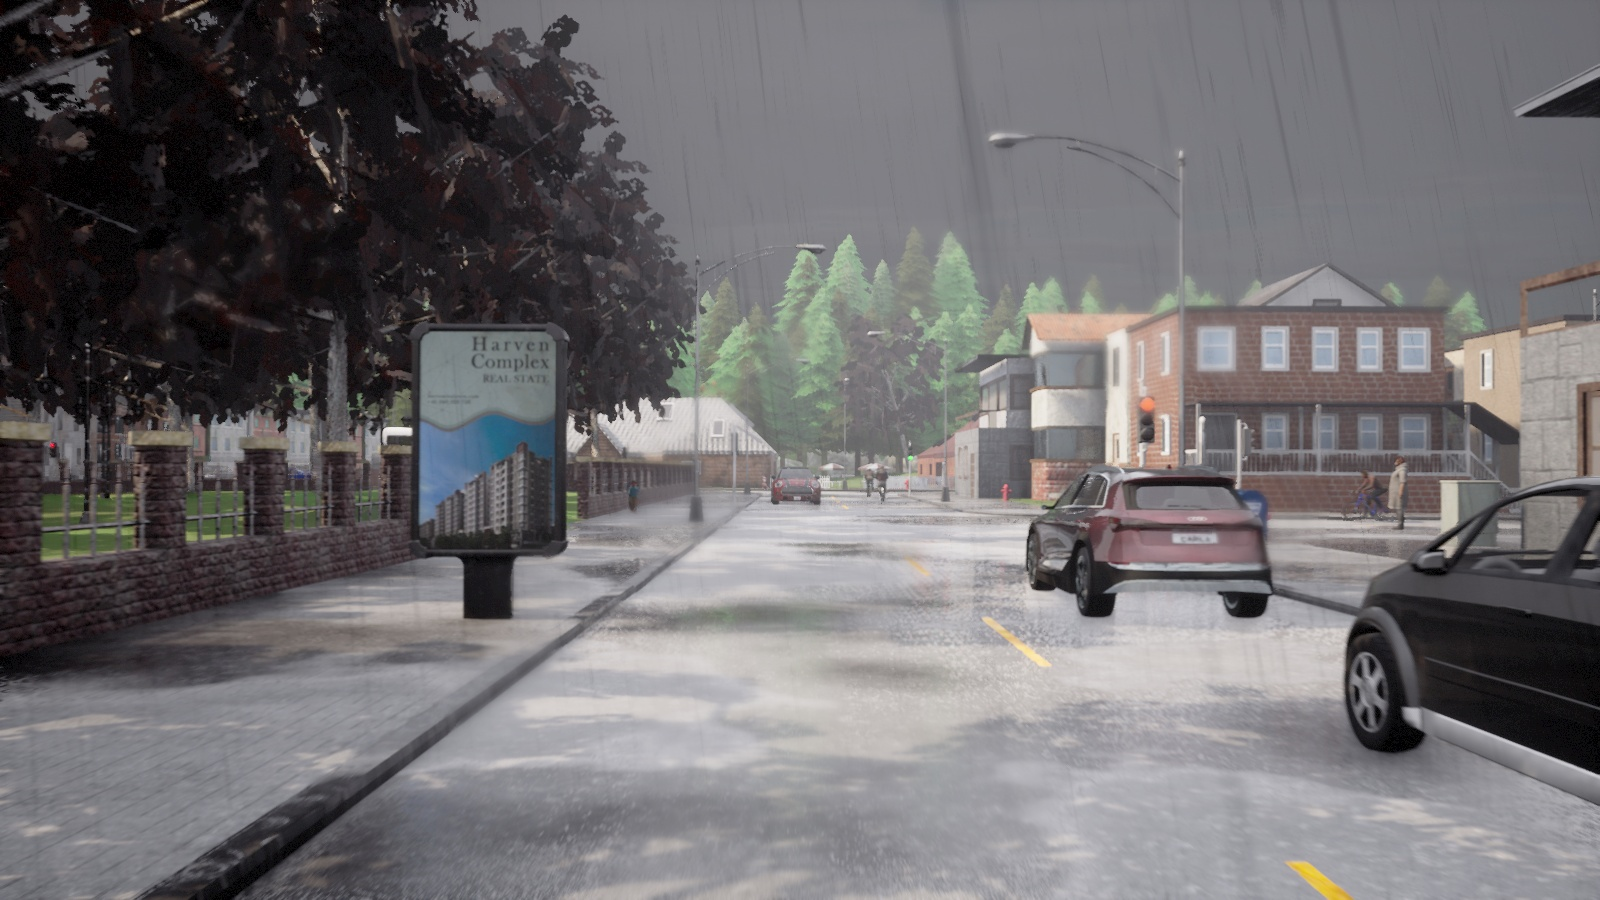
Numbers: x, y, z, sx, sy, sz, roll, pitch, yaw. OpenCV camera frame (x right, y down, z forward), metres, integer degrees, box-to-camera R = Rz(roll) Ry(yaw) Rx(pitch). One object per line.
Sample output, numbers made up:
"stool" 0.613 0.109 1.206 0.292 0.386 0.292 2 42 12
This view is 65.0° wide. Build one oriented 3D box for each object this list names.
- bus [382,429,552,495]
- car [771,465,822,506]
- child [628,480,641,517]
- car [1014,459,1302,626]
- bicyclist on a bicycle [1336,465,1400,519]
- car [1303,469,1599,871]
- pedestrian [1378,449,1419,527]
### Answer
"bus" -22.024 0.822 83.565 10.273 4.253 3.944 0 -1 -1
"car" -0.205 1.550 56.522 2.097 1.767 4.553 0 -1 -3
"child" -5.380 1.558 40.829 0.343 1.192 0.448 0 -1 0
"car" 3.964 0.958 14.890 2.033 1.649 4.856 0 -1 0
"bicyclist on a bicycle" 17.384 1.293 38.454 1.656 1.620 0.582 -1 -1 0
"car" 3.988 0.866 5.833 1.789 1.549 3.705 0 -1 0
"pedestrian" 15.097 0.954 31.671 0.873 1.952 0.659 -1 -1 30
